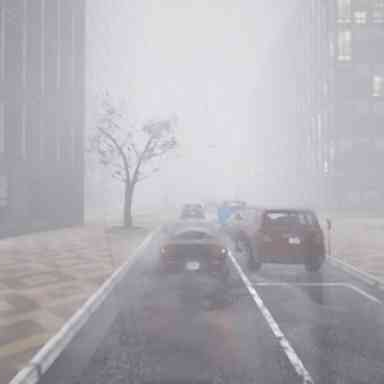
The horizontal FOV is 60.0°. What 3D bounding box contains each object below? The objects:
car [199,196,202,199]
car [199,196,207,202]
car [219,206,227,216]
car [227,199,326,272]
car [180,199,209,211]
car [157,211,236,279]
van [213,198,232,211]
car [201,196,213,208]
[{"bbox_3d":[2.548,1.601,66.434,1.802,1.307,4.206,1,0,0],"label":"car"},{"bbox_3d":[2.543,1.617,77.567,1.802,1.307,4.206,1,0,0],"label":"car"},{"bbox_3d":[2.572,1.576,16.327,1.802,1.307,4.206,1,0,0],"label":"car"},{"bbox_3d":[2.579,1.310,10.760,2.192,1.841,5.009,1,0,0],"label":"car"},{"bbox_3d":[0.052,1.541,26.161,2.033,1.411,5.357,0,0,0],"label":"car"},{"bbox_3d":[0.051,1.521,9.905,1.812,1.442,4.674,0,0,0],"label":"car"},{"bbox_3d":[2.573,1.334,21.895,1.690,1.788,3.998,1,0,0],"label":"van"},{"bbox_3d":[2.559,1.544,44.164,1.887,1.381,4.507,1,0,0],"label":"car"}]
